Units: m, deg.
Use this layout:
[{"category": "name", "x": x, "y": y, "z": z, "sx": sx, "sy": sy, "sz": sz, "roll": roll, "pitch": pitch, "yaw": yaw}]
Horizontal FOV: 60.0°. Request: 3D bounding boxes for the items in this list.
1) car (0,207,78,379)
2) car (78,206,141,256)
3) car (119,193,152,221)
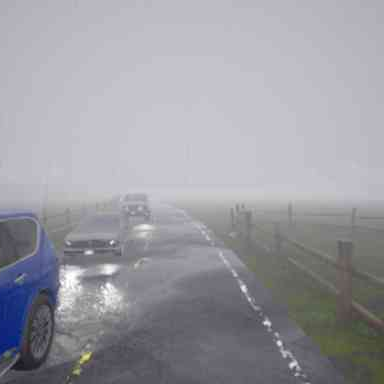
[{"category": "car", "x": -2.950, "y": 1.224, "z": 2.739, "sx": 2.150, "sy": 2.045, "sz": 5.566, "roll": 0, "pitch": 0, "yaw": -2}, {"category": "car", "x": -3.378, "y": 1.501, "z": 13.071, "sx": 2.033, "sy": 1.411, "sz": 5.357, "roll": 0, "pitch": 0, "yaw": -4}, {"category": "car", "x": -4.379, "y": 1.114, "z": 26.131, "sx": 2.150, "sy": 2.045, "sz": 5.566, "roll": 0, "pitch": 0, "yaw": -5}]
